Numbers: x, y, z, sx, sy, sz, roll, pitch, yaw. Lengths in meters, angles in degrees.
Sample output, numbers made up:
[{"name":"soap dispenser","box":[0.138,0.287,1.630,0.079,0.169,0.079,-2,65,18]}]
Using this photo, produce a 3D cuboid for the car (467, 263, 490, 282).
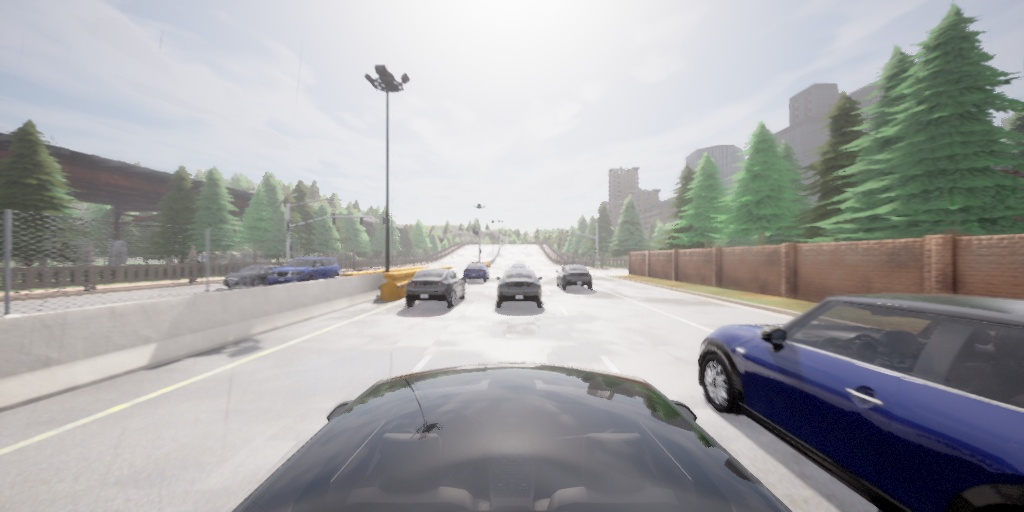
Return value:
[{"name":"car","box":[-2.933,1.338,30.181,1.882,1.535,5.008,0,-1,1]}]

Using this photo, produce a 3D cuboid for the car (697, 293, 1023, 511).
[{"name":"car","box":[3.603,1.103,3.170,2.097,1.767,4.553,0,0,1]}]

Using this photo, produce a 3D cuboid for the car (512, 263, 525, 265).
[{"name":"car","box":[0.620,1.393,33.360,1.812,1.442,4.674,0,0,1]}]

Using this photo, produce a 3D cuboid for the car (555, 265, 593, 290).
[{"name":"car","box":[3.947,1.328,23.158,1.837,1.490,4.892,0,0,1]}]

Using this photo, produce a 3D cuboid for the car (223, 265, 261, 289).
[{"name":"car","box":[-17.136,1.355,24.467,2.128,1.511,4.902,0,0,1]}]

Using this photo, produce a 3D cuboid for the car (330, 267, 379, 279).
[{"name":"car","box":[-10.132,1.518,24.500,1.895,1.301,4.718,0,0,1]}]

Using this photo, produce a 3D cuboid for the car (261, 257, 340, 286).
[{"name":"car","box":[-13.645,1.074,24.054,2.150,2.045,5.566,0,0,1]}]

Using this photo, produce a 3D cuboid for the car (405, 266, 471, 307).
[{"name":"car","box":[-3.184,1.307,15.657,1.837,1.490,4.892,0,-2,1]}]

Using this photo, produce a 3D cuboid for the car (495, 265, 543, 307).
[{"name":"car","box":[0.321,1.308,15.880,1.837,1.490,4.892,0,0,1]}]
